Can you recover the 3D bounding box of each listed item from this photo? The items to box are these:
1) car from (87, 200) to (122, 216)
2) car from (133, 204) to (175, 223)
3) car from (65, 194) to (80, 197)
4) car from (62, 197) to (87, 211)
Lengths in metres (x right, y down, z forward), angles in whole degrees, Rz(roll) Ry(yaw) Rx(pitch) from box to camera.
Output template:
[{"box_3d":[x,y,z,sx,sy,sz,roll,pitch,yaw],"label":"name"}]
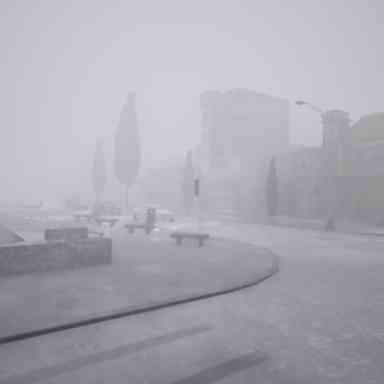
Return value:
[{"box_3d":[-8.931,1.649,34.522,1.837,1.490,4.892,1,0,-36],"label":"car"},{"box_3d":[-3.128,1.670,26.380,1.812,1.442,4.674,1,0,-35],"label":"car"},{"box_3d":[-21.548,1.413,59.448,2.150,2.045,5.566,1,0,-35],"label":"car"},{"box_3d":[-14.909,1.692,42.938,2.033,1.411,5.357,1,0,-36],"label":"car"}]
